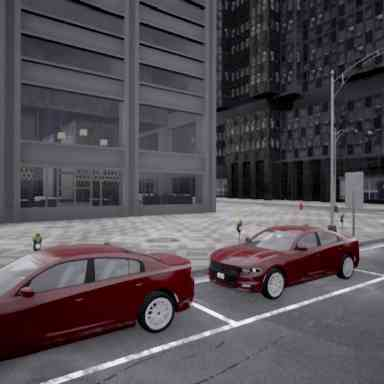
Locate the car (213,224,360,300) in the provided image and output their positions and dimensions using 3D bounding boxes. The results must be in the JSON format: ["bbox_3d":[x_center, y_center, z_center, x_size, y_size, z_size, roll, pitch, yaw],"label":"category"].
[{"bbox_3d":[2.441,1.542,8.404,4.507,1.381,1.887,0,0,-35],"label":"car"}]

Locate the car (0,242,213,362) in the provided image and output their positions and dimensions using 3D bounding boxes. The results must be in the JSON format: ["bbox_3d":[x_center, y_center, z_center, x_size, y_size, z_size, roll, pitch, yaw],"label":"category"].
[{"bbox_3d":[-2.056,1.544,5.194,4.507,1.381,1.887,0,0,-35],"label":"car"}]
